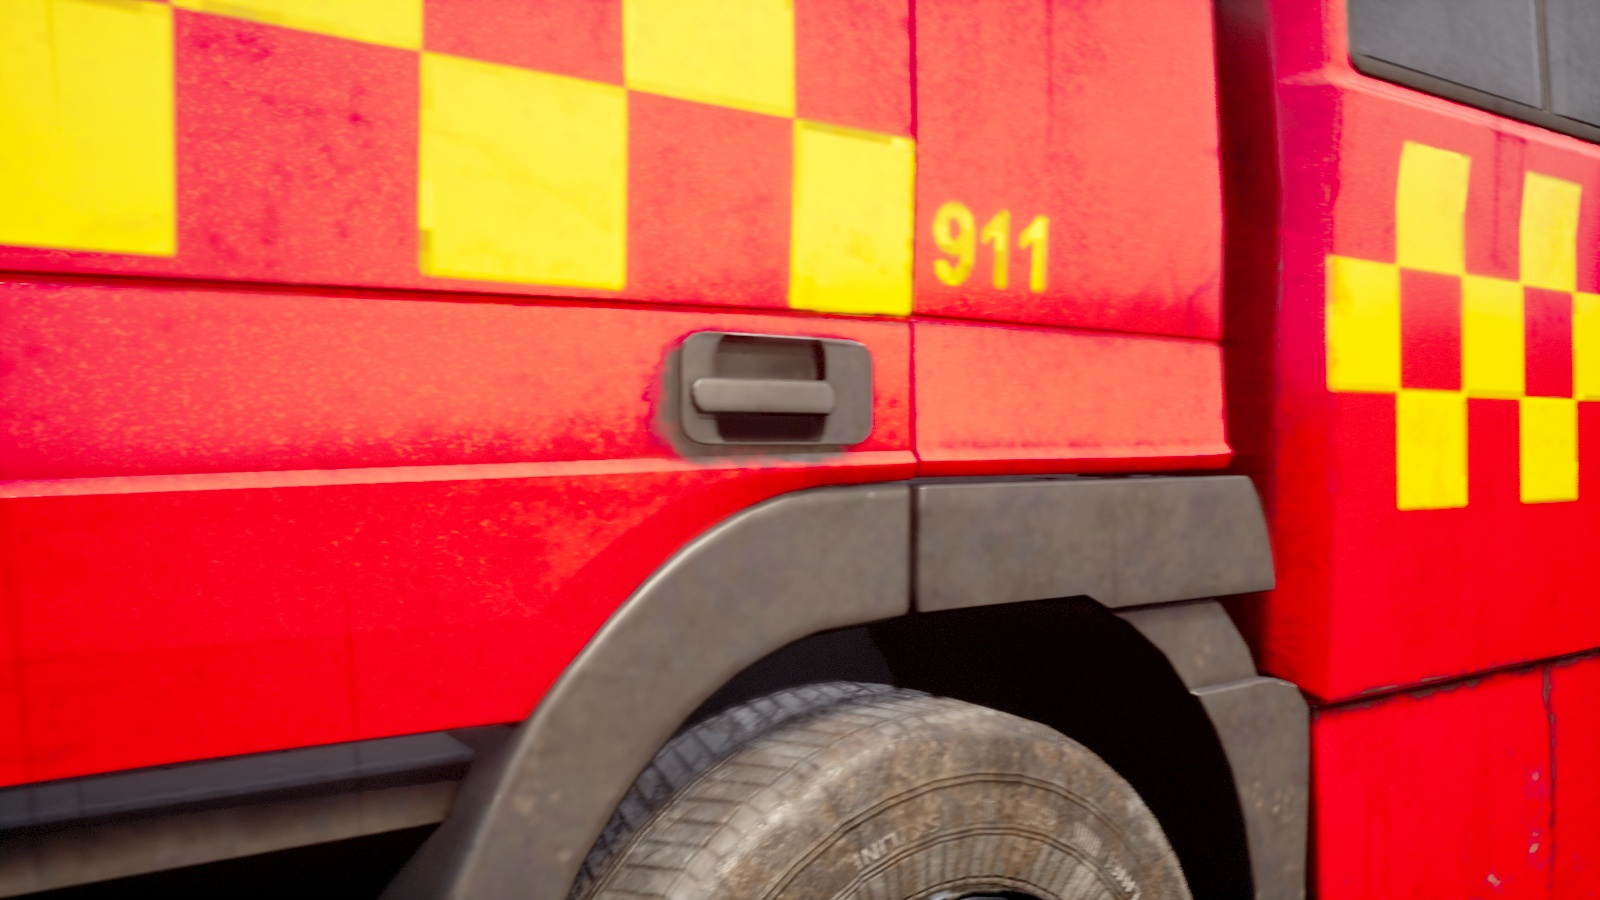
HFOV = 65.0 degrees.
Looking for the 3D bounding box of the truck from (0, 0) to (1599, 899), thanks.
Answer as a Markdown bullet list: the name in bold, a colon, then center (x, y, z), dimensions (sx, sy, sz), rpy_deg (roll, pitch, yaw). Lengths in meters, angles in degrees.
- **truck**: center (1.232, -0.424, 4.033), dimensions (8.468, 3.827, 2.891), rpy_deg (0, 0, -35)
